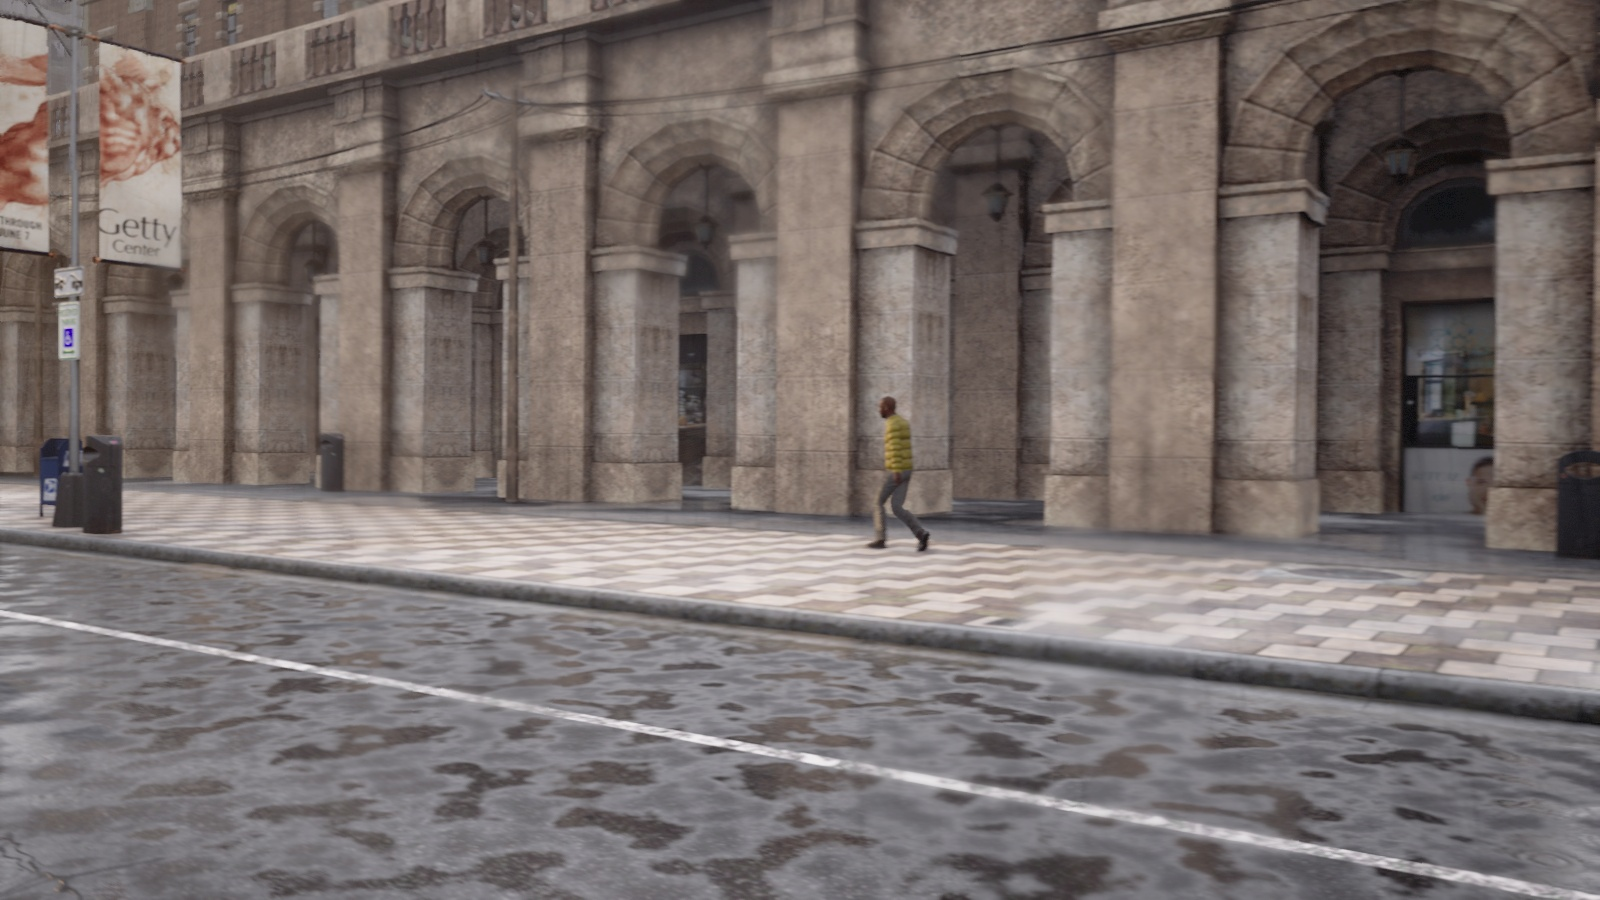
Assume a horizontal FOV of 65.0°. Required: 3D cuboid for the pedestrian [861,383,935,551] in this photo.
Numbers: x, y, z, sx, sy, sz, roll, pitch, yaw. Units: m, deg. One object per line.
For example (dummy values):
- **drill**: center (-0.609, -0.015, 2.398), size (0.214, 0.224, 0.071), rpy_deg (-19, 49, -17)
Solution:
- **pedestrian**: center (1.104, 0.185, 14.144), size (0.726, 1.835, 0.370), rpy_deg (0, 1, 34)
